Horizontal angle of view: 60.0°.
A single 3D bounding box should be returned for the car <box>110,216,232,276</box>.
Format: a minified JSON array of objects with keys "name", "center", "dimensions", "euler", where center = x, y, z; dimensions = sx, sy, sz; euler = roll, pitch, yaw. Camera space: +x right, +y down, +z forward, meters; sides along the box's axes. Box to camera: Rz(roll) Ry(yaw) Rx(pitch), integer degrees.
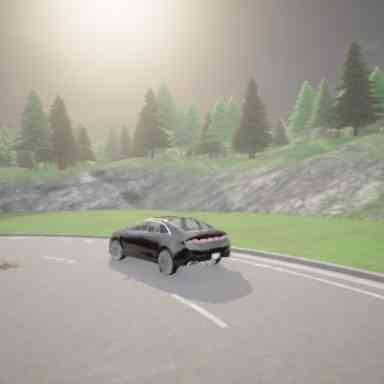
[{"name":"car","center":[-0.926,1.515,10.599],"dimensions":[2.128,1.511,4.902],"euler":[-1,0,-40]}]
